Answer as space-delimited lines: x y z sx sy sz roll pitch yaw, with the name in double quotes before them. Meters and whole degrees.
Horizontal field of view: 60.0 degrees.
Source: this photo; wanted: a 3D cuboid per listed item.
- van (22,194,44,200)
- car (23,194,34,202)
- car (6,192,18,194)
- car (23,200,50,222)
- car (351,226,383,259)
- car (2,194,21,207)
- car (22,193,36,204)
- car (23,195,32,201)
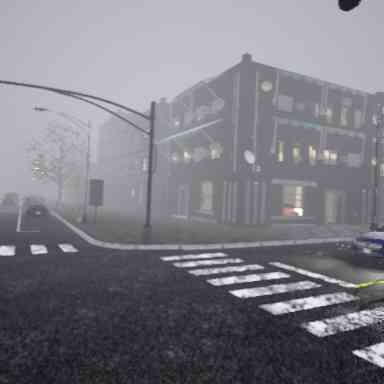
"van" -14.661 1.309 31.035 1.690 1.788 3.998 2 -1 -27
"car" -34.739 1.298 70.489 1.967 1.590 4.097 2 -1 -27
"car" -30.106 1.005 55.701 2.150 2.045 5.566 3 -1 -27
"car" -12.159 1.546 26.101 1.947 1.339 4.313 2 -1 -27
"car" 8.026 1.794 12.285 4.674 1.442 1.812 2 0 -26
"car" -25.292 1.358 46.232 2.033 1.411 5.357 3 -1 -27
"car" -29.716 1.202 60.627 2.192 1.841 5.009 2 -1 -27
"car" -39.761 1.378 80.351 2.008 1.369 4.403 2 -1 -27
